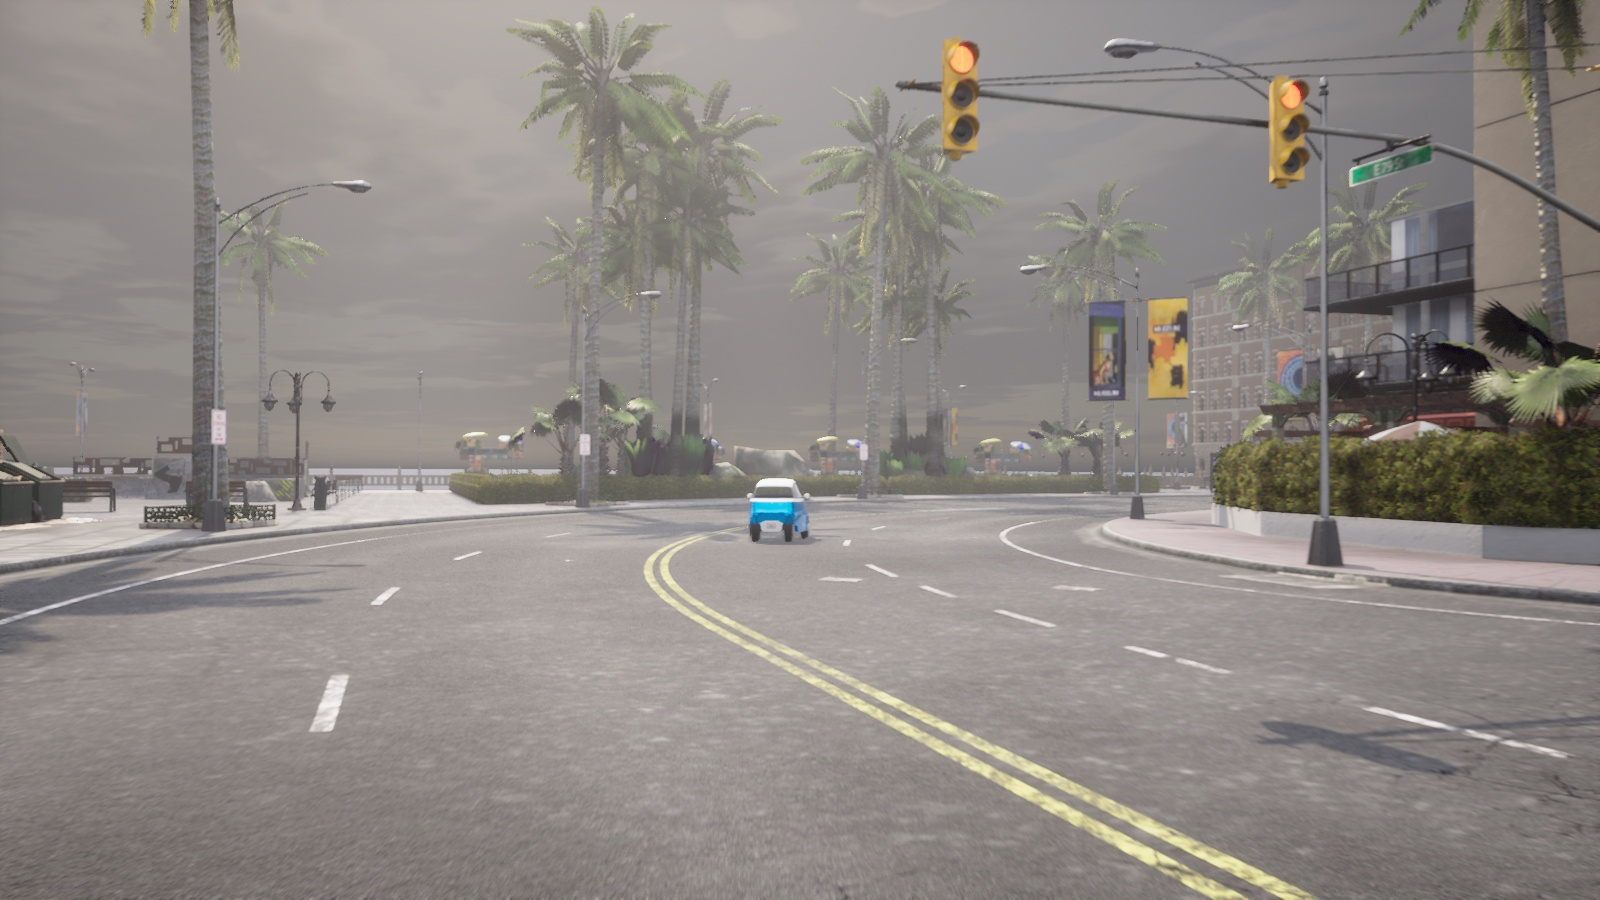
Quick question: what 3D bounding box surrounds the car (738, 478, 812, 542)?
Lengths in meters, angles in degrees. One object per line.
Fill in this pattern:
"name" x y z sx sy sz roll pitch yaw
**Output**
"car" -0.538 1.346 28.626 1.481 1.376 2.207 0 -1 5
